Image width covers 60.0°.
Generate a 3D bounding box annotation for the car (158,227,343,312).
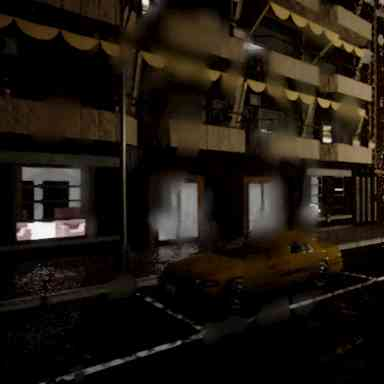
[{"bbox_3d":[1.561,1.518,7.676,4.829,1.417,1.752,0,0,-35],"label":"car"}]
